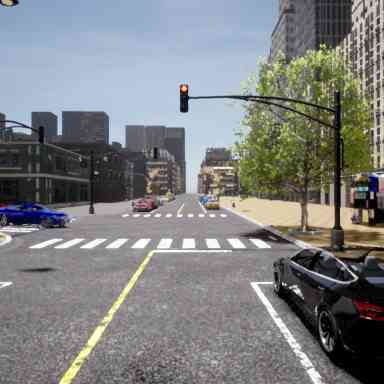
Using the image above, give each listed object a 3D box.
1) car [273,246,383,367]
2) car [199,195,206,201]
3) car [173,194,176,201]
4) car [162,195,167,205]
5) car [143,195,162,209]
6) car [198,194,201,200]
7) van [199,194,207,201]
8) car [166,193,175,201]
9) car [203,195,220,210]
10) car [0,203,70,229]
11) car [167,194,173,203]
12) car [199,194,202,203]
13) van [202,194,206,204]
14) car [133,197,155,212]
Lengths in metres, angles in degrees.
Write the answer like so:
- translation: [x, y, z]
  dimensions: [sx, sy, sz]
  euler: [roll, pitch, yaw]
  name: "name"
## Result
- translation: [2.698, 1.566, 5.789]
  dimensions: [1.947, 1.339, 4.313]
  euler: [0, 0, 0]
  name: "car"
- translation: [2.740, 1.534, 88.397]
  dimensions: [1.752, 1.417, 4.829]
  euler: [0, 0, 0]
  name: "car"
- translation: [-5.644, 1.559, 82.678]
  dimensions: [2.008, 1.369, 4.403]
  euler: [0, 0, 0]
  name: "car"
- translation: [-5.658, 1.555, 54.923]
  dimensions: [2.008, 1.369, 4.403]
  euler: [0, 0, 0]
  name: "car"
- translation: [-5.662, 1.318, 43.820]
  dimensions: [2.192, 1.841, 5.009]
  euler: [0, 0, 0]
  name: "car"
- translation: [2.731, 1.572, 71.574]
  dimensions: [1.947, 1.339, 4.313]
  euler: [0, 0, 0]
  name: "car"
- translation: [2.738, 1.349, 82.676]
  dimensions: [1.690, 1.788, 3.998]
  euler: [0, 0, 0]
  name: "van"
- translation: [-5.640, 1.324, 88.229]
  dimensions: [2.192, 1.841, 5.009]
  euler: [0, 0, 0]
  name: "car"
- translation: [2.717, 1.528, 43.988]
  dimensions: [1.752, 1.417, 4.829]
  euler: [0, 0, 0]
  name: "car"
- translation: [-10.026, 1.435, 20.877]
  dimensions: [4.674, 1.442, 1.812]
  euler: [2, 0, 9]
  name: "car"
- translation: [-5.649, 1.532, 71.406]
  dimensions: [1.752, 1.417, 4.829]
  euler: [0, 0, 0]
  name: "car"
- translation: [2.725, 1.556, 60.472]
  dimensions: [2.008, 1.369, 4.403]
  euler: [0, 0, 0]
  name: "car"
- translation: [2.721, 1.345, 49.370]
  dimensions: [1.690, 1.788, 3.998]
  euler: [0, 0, 0]
  name: "van"
- translation: [-5.666, 1.584, 38.269]
  dimensions: [1.802, 1.307, 4.206]
  euler: [0, 0, 0]
  name: "car"
